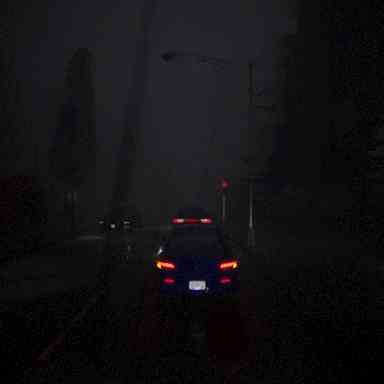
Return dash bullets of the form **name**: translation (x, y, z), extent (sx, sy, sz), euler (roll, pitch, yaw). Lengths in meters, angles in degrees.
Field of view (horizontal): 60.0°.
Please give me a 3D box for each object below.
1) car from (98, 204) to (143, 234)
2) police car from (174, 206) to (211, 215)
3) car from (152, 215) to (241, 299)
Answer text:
- **car**: translation (-4.019, 1.511, 19.395), extent (1.837, 1.490, 4.892), euler (0, 0, 0)
- **police car**: translation (0.026, 1.509, 17.652), extent (2.038, 1.542, 4.974), euler (0, 0, 0)
- **car**: translation (0.099, 1.528, 8.333), extent (1.812, 1.442, 4.674), euler (0, 0, 0)
